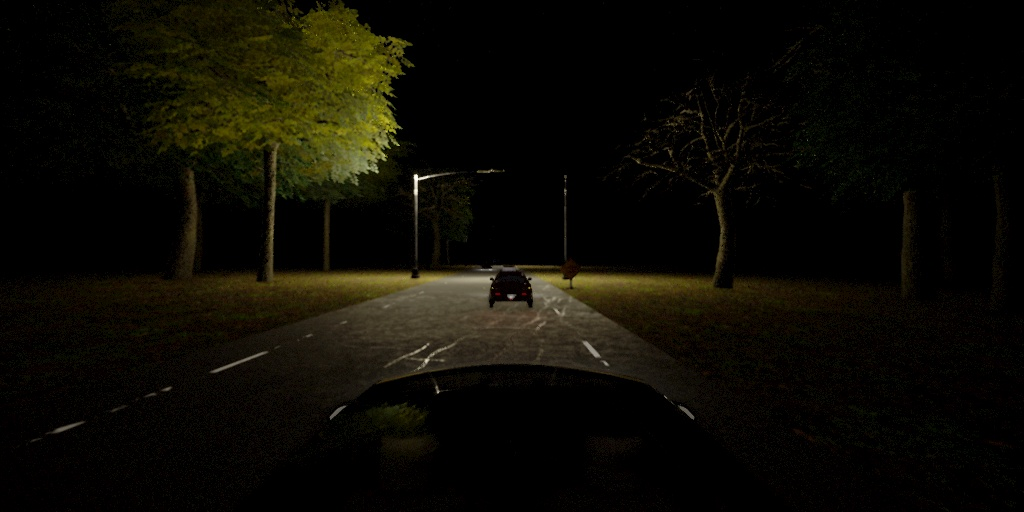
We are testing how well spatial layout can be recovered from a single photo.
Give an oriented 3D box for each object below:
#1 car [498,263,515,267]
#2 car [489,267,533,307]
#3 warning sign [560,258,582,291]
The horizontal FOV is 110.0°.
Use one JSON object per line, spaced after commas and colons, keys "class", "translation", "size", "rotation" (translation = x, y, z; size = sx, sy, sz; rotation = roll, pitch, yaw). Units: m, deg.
{"class": "car", "translation": [-0.266, 1.581, 31.208], "size": [1.994, 1.385, 4.181], "rotation": [0, 0, -1]}
{"class": "car", "translation": [-0.051, 1.410, 16.280], "size": [1.812, 1.442, 4.674], "rotation": [0, 0, 0]}
{"class": "warning sign", "translation": [3.447, 1.041, 20.826], "size": [1.300, 1.860, 1.060], "rotation": [0, 0, -1]}
